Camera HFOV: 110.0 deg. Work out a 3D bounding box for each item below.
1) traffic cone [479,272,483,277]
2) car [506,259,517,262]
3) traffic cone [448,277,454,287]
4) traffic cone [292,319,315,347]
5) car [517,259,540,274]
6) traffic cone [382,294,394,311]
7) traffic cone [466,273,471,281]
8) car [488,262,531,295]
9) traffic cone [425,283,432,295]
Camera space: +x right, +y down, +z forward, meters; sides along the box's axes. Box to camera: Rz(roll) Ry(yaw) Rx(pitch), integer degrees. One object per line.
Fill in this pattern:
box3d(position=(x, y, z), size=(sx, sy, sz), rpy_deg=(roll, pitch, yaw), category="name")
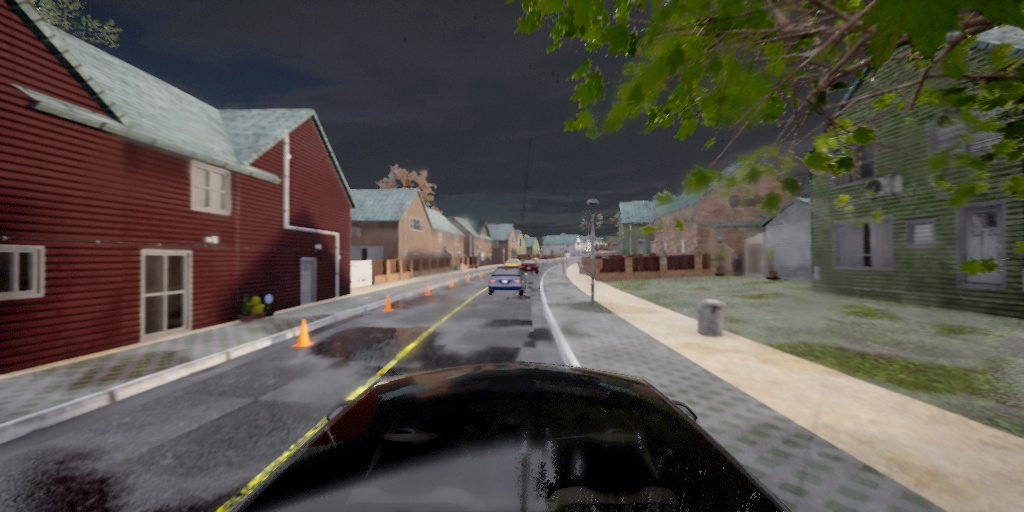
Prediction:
box3d(position=(-2.870, 1.629, 33.245), size=(0.340, 0.580, 0.340), rpy_deg=(0, 0, 7), category="traffic cone")
box3d(position=(0.176, 1.092, 40.174), size=(1.882, 1.535, 5.008), rpy_deg=(0, 0, 7), category="car")
box3d(position=(-3.908, 1.676, 23.196), size=(0.340, 0.580, 0.340), rpy_deg=(0, 0, 5), category="traffic cone")
box3d(position=(-4.680, 1.705, 8.062), size=(0.340, 0.580, 0.340), rpy_deg=(0, 0, 1), category="traffic cone")
box3d(position=(2.041, 1.091, 39.314), size=(1.882, 1.535, 5.008), rpy_deg=(0, 1, 8), category="car")
box3d(position=(-4.527, 1.697, 13.113), size=(0.340, 0.580, 0.340), rpy_deg=(0, 0, 2), category="traffic cone")
box3d(position=(-3.441, 1.656, 28.226), size=(0.340, 0.580, 0.340), rpy_deg=(0, 0, 6), category="traffic cone")
box3d(position=(-0.168, 1.268, 19.716), size=(2.033, 1.411, 5.357), rpy_deg=(0, 0, 4), category="car")
box3d(position=(-4.270, 1.689, 18.157), size=(0.340, 0.580, 0.340), rpy_deg=(0, 0, 4), category="traffic cone")
